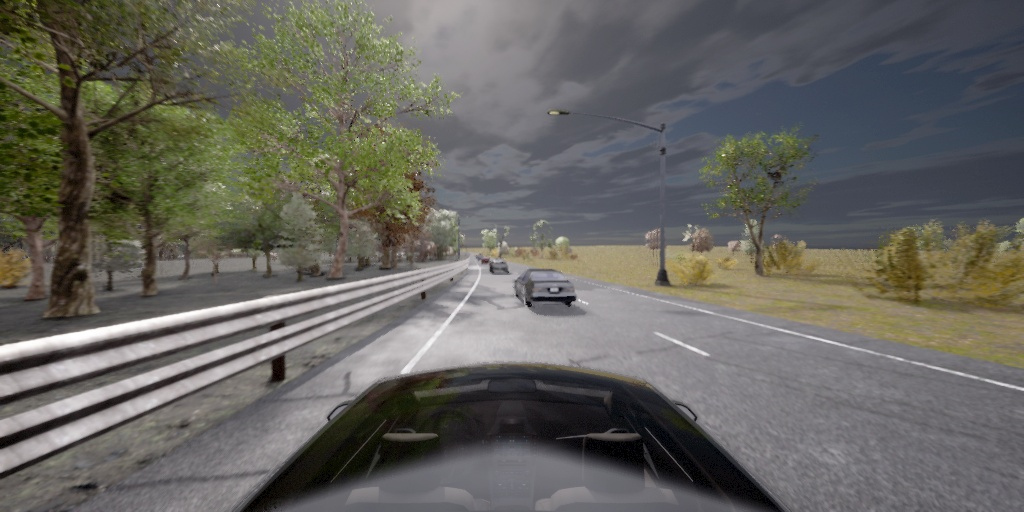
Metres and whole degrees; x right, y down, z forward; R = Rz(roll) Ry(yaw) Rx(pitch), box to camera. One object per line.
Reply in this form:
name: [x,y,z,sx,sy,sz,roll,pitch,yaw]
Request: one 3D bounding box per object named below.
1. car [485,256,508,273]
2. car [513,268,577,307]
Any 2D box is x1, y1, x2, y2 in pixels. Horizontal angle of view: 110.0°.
car: [-1.493,1.036,39.004,2.128,1.511,4.902,0,0,-6]
car: [1.219,1.224,15.156,2.033,1.411,5.357,0,0,-6]
